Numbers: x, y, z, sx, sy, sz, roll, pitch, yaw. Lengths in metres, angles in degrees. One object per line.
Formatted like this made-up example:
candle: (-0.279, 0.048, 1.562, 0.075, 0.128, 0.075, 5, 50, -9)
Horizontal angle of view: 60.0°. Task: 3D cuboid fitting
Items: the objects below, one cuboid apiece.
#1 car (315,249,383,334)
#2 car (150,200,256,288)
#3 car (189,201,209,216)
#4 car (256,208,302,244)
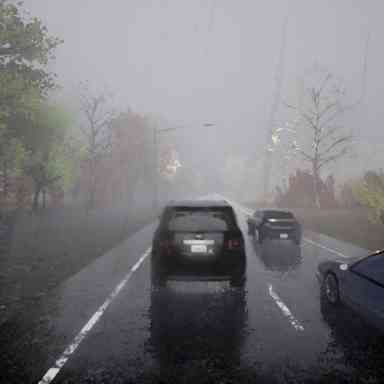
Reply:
car: (3.632, 1.548, 4.899, 2.033, 1.411, 5.357, 0, 0, 0)
car: (0.166, 1.225, 9.395, 2.150, 2.045, 5.566, 0, 0, 1)
car: (0.777, 1.606, 34.296, 1.895, 1.301, 4.718, 0, 0, 2)
car: (3.765, 1.508, 15.849, 1.837, 1.490, 4.892, 0, 0, 1)
